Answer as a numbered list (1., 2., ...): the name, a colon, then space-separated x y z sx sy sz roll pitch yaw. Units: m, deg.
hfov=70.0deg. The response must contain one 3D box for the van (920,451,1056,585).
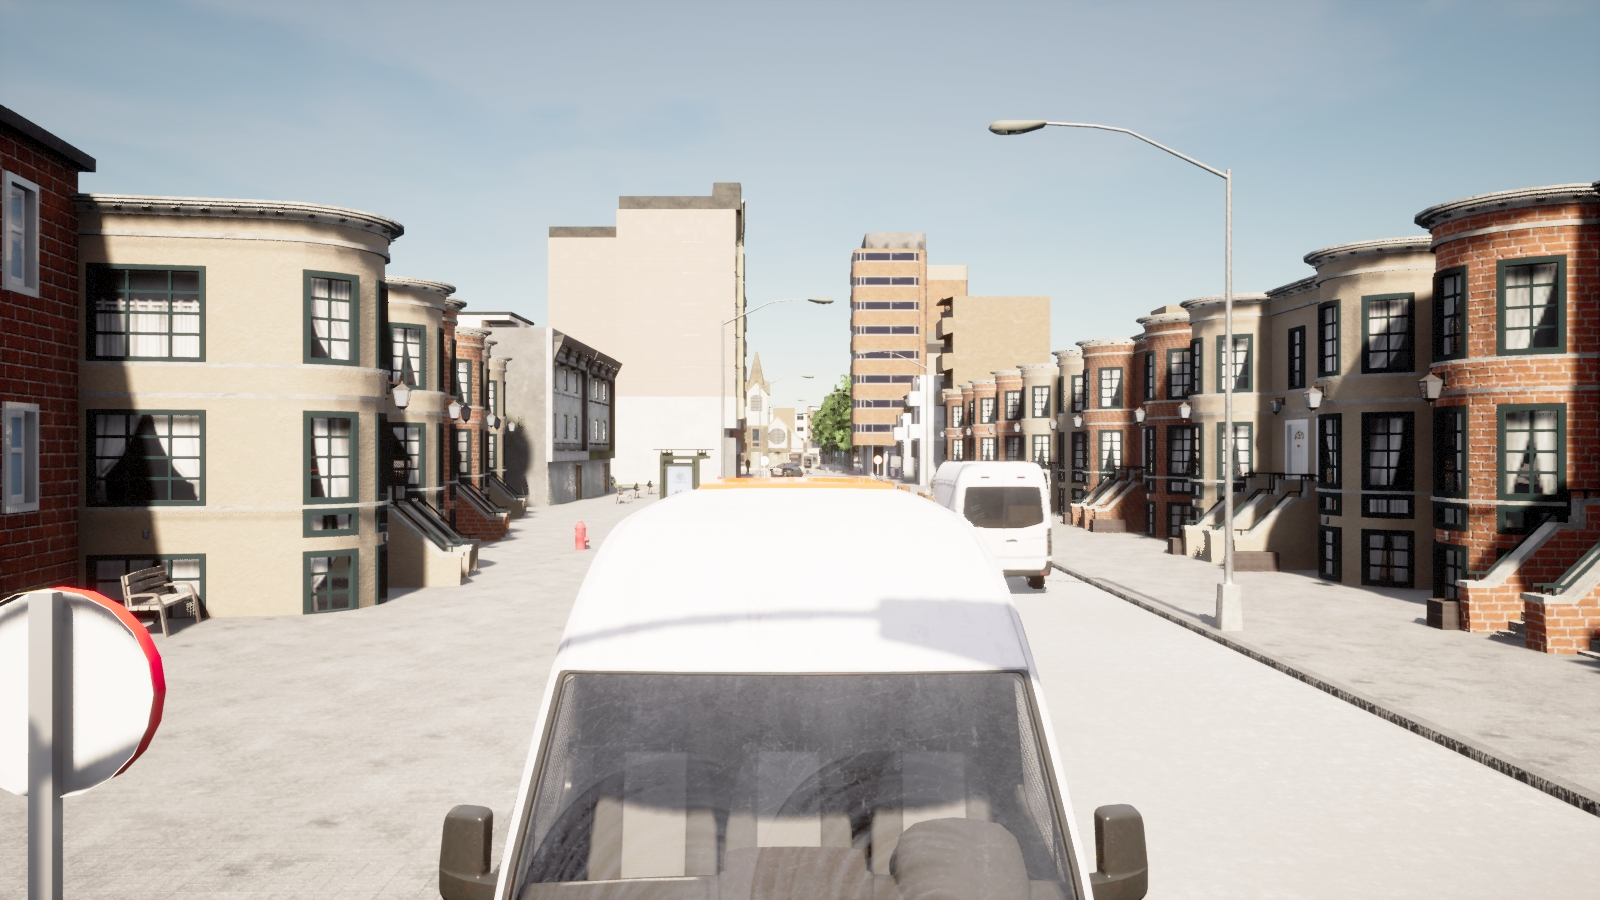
1. van: 3.922 1.315 24.918 1.988 2.561 5.915 0 0 0

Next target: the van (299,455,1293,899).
1. van: -0.019 1.314 5.243 1.988 2.561 5.915 0 0 0
